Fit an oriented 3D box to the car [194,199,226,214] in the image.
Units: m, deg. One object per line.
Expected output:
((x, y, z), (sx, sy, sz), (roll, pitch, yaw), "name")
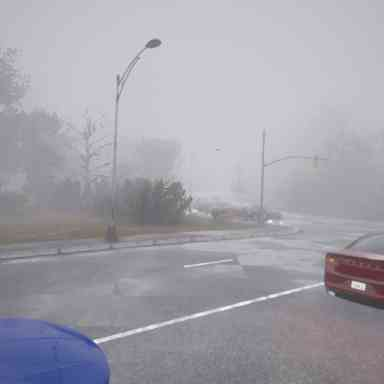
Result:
((2.261, 2.026, 42.791), (1.994, 1.385, 4.181), (3, 0, -19), "car")

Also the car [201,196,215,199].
((1.916, 1.718, 56.505), (1.837, 1.490, 4.892), (2, 2, -12), "car")

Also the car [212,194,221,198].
((5.864, 1.089, 79.152), (2.033, 1.411, 5.357), (2, 2, -1), "car")

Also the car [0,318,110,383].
((-2.889, 1.479, 1.681), (5.008, 1.535, 1.882), (0, 0, -36), "car")

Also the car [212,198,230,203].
((4.632, 2.094, 46.478), (2.033, 1.411, 5.357), (2, 1, -18), "car")

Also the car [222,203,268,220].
((5.418, 2.161, 34.592), (1.895, 1.301, 4.718), (3, -1, -23), "car")

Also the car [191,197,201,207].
((-0.650, 1.693, 52.351), (2.128, 1.511, 4.902), (2, 1, -15), "car")

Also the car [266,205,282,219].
((8.107, 2.205, 37.267), (1.837, 1.490, 4.892), (3, -1, -21), "car")

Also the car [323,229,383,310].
((4.969, 1.552, 7.324), (5.008, 1.535, 1.882), (1, -1, -35), "car")
